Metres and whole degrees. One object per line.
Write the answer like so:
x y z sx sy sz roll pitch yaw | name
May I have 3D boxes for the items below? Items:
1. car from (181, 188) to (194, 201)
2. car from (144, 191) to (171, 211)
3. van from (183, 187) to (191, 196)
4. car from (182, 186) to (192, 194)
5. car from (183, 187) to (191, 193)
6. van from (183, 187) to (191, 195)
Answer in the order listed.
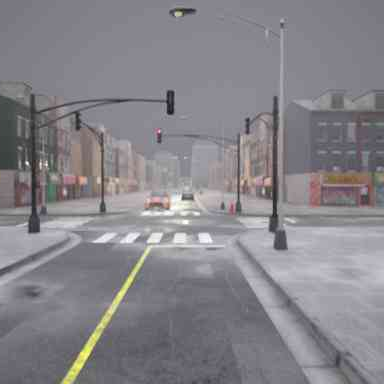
-0.607 0.550 46.248 1.947 1.339 4.313 0 1 -1 | car
-2.971 0.695 29.648 2.097 1.767 4.553 0 1 -1 | car
-0.985 -0.159 68.658 1.690 1.788 3.998 0 1 -1 | van
-1.173 -0.421 79.864 2.192 1.841 5.009 0 1 -1 | car
-1.360 -0.529 91.073 1.967 1.590 4.097 0 1 -1 | car
-1.079 -0.278 74.261 1.690 1.788 3.998 0 1 -1 | van
